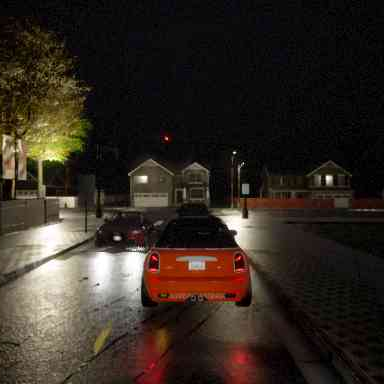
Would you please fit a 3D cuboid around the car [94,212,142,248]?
[{"bbox_3d":[-2.836,1.567,14.629,1.994,1.385,4.181,0,0,0],"label":"car"}]

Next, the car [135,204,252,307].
[{"bbox_3d":[0.083,1.353,8.150,2.097,1.767,4.553,0,0,0],"label":"car"}]
